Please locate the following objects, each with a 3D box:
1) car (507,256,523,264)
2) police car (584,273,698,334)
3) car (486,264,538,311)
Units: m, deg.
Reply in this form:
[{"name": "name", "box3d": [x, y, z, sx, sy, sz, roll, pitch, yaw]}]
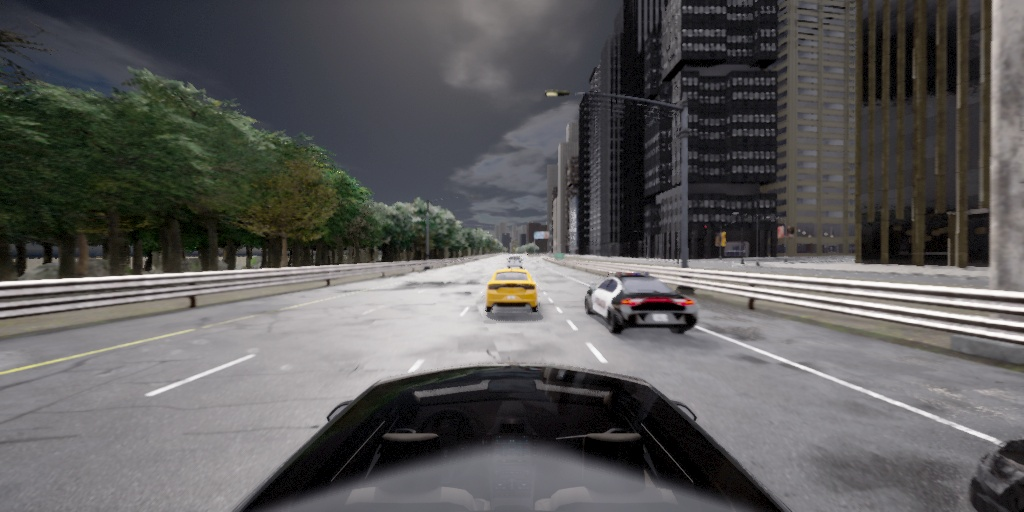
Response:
[{"name": "car", "box3d": [0.391, 0.947, 52.749, 2.150, 2.045, 5.566, 0, 0, 1]}, {"name": "police car", "box3d": [3.510, 1.283, 10.896, 2.038, 1.542, 4.974, 0, 0, 0]}, {"name": "car", "box3d": [-0.004, 1.263, 14.783, 1.882, 1.535, 5.008, 0, 0, 0]}]
